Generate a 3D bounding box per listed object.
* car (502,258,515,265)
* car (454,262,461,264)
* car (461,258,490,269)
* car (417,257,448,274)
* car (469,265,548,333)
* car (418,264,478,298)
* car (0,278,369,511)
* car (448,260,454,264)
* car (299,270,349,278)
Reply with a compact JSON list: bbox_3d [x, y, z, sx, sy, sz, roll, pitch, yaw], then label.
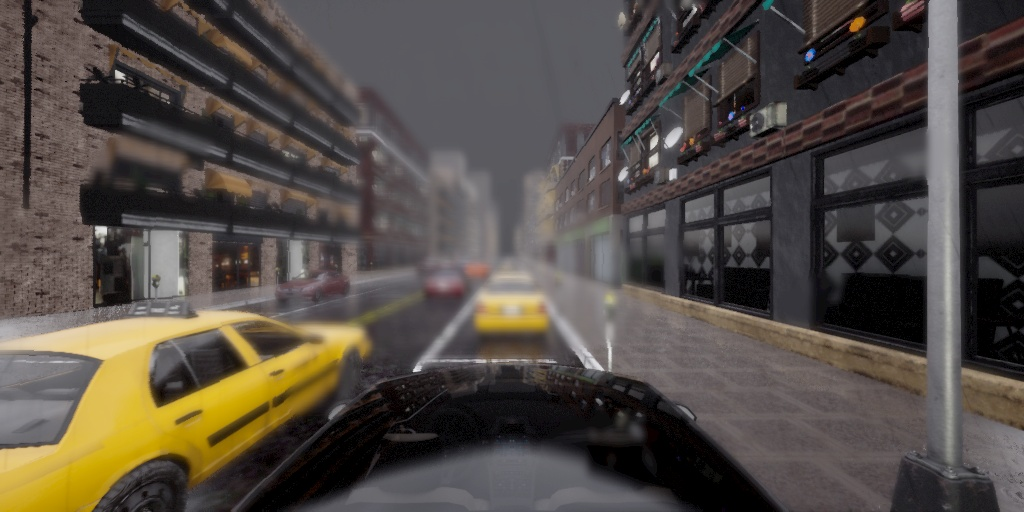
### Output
[{"bbox_3d":[-0.456,1.275,39.173,1.751,1.417,4.829,0,0,0],"label":"car"},{"bbox_3d":[-6.168,1.274,48.087,1.812,1.442,4.674,0,0,0],"label":"car"},{"bbox_3d":[-3.128,1.101,33.354,2.097,1.767,4.553,0,0,0],"label":"car"},{"bbox_3d":[-8.837,1.064,39.007,2.192,1.841,5.009,0,0,0],"label":"car"},{"bbox_3d":[0.005,1.207,10.689,1.801,1.575,5.366,0,0,0],"label":"car"},{"bbox_3d":[-3.130,1.315,18.424,1.994,1.385,4.181,0,0,1],"label":"car"},{"bbox_3d":[-3.145,1.206,3.518,1.801,1.575,5.366,0,0,0],"label":"car"},{"bbox_3d":[-8.837,1.188,44.643,1.967,1.591,4.097,0,0,0],"label":"car"},{"bbox_3d":[-8.837,1.333,16.462,1.802,1.307,4.207,0,0,0],"label":"car"}]
